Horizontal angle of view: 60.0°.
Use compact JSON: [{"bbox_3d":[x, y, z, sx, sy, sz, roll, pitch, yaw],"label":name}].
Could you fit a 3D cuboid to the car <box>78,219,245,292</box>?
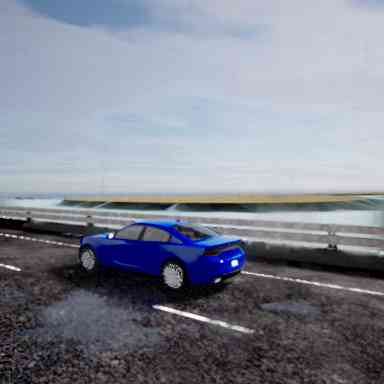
[{"bbox_3d":[-1.036,1.475,9.047,5.008,1.535,1.882,0,0,36],"label":"car"}]
